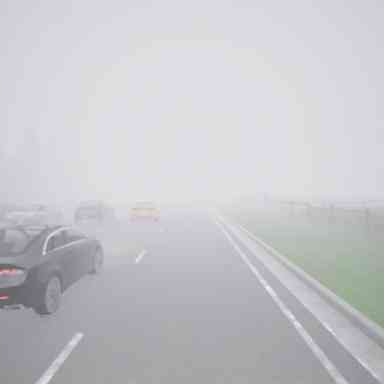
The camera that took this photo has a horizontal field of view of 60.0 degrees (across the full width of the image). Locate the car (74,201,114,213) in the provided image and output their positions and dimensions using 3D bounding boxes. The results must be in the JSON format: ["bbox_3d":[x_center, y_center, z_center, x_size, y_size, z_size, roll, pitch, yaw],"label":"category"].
[{"bbox_3d":[-6.897,1.366,23.867,2.128,1.511,4.902,0,0,0],"label":"car"}]

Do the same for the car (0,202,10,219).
[{"bbox_3d":[-13.897,1.436,24.465,1.994,1.385,4.181,0,0,0],"label":"car"}]

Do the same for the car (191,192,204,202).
[{"bbox_3d":[1.233,1.177,62.550,1.837,1.490,4.892,0,0,0],"label":"car"}]

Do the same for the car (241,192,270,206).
[{"bbox_3d":[8.928,0.968,46.551,3.866,1.878,1.905,0,0,0],"label":"car"}]

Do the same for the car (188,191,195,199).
[{"bbox_3d":[0.012,0.726,82.162,2.150,2.045,5.566,0,0,0],"label":"car"}]

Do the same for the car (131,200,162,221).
[{"bbox_3d":[-3.397,1.343,25.493,1.882,1.535,5.008,0,0,0],"label":"car"}]

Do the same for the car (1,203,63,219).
[{"bbox_3d":[-10.396,1.483,22.427,1.895,1.301,4.718,0,0,0],"label":"car"}]

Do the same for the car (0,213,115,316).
[{"bbox_3d":[-3.399,1.452,7.403,2.128,1.511,4.902,0,0,0],"label":"car"}]
